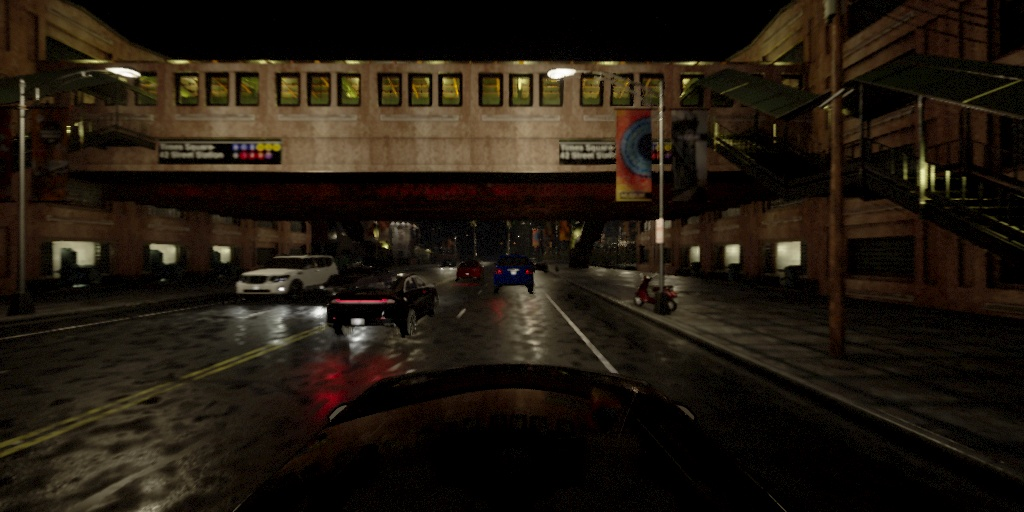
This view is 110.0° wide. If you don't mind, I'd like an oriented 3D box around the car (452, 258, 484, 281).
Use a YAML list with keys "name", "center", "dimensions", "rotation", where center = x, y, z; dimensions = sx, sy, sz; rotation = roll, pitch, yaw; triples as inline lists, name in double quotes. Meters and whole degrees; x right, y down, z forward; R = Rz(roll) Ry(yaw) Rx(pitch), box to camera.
- name: "car"
  center: [-3.352, 1.198, 29.439]
  dimensions: [1.882, 1.535, 5.008]
  rotation: [0, 0, 0]

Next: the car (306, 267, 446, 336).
- name: "car"
  center: [-3.402, 1.232, 10.324]
  dimensions: [2.128, 1.511, 4.902]
  rotation: [0, 0, 0]

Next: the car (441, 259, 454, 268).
- name: "car"
  center: [-10.396, 1.205, 58.836]
  dimensions: [1.837, 1.490, 4.892]
  rotation: [0, 0, 1]

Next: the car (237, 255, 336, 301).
- name: "car"
  center: [-10.590, 0.954, 17.571]
  dimensions: [2.150, 2.045, 5.566]
  rotation: [0, 0, 0]

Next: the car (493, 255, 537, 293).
- name: "car"
  center: [0.093, 0.951, 20.878]
  dimensions: [2.150, 2.045, 5.566]
  rotation: [0, 0, 0]

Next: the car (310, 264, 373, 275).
- name: "car"
  center: [-7.097, 1.259, 16.738]
  dimensions: [1.812, 1.442, 4.674]
  rotation: [0, 0, 0]
